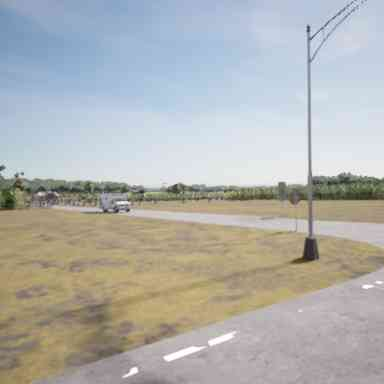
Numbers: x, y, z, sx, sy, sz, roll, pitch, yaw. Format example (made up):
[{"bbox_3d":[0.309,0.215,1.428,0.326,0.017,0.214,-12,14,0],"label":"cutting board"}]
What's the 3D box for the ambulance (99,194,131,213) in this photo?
[{"bbox_3d":[-10.214,1.454,44.088,2.351,2.431,6.366,-1,0,-35],"label":"ambulance"}]
